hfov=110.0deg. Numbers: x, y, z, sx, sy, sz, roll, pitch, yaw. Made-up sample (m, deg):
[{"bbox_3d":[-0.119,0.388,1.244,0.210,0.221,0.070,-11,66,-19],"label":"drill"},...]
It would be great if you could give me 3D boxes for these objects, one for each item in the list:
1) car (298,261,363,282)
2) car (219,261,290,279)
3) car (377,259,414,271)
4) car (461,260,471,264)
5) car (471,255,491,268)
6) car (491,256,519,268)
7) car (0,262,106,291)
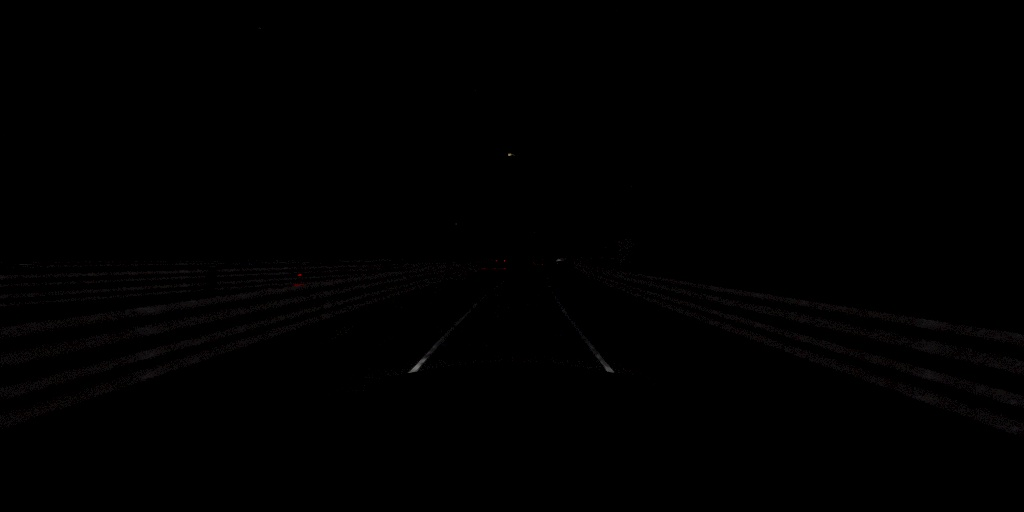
[{"bbox_3d":[-13.009,1.087,26.109,1.837,1.490,4.892,0,0,19],"label":"car"},{"bbox_3d":[-19.964,1.093,27.405,2.033,1.411,5.357,0,0,19],"label":"car"},{"bbox_3d":[-12.469,1.105,38.591,2.128,1.511,4.902,0,0,19],"label":"car"},{"bbox_3d":[-7.771,1.289,63.350,1.895,1.301,4.718,0,0,19],"label":"car"},{"bbox_3d":[-4.442,0.929,62.258,2.150,2.045,5.566,0,0,19],"label":"car"},{"bbox_3d":[-1.114,0.945,61.172,2.150,2.045,5.566,0,0,19],"label":"car"},{"bbox_3d":[-20.500,1.012,14.925,2.128,1.511,4.902,0,0,19],"label":"car"}]
